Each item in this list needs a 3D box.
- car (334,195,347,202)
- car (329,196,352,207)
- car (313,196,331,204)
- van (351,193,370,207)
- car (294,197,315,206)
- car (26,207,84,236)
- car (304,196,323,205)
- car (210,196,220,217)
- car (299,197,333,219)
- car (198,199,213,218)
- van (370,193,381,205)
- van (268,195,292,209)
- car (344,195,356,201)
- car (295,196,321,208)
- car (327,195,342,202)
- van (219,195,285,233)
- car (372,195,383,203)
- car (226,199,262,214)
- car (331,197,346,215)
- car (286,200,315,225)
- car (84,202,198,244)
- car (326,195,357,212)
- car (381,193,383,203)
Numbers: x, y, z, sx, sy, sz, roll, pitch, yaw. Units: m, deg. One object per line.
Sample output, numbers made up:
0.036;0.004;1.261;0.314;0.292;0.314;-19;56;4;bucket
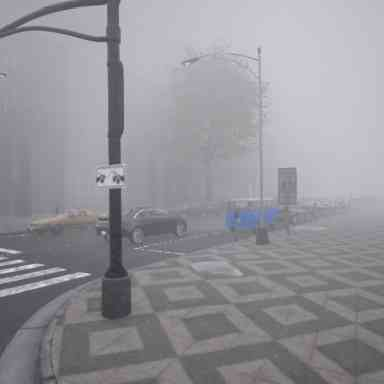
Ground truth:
33.210;1.416;74.317;1.887;1.381;4.507;-1;-1;36;car
21.839;1.376;48.674;2.033;1.411;5.357;-1;-1;36;car
24.259;1.453;61.889;2.008;1.369;4.403;-1;-1;36;car
22.397;1.127;44.725;1.690;1.788;3.998;-1;0;36;van
18.076;1.492;53.305;1.947;1.339;4.313;-1;0;36;car
-6.757;1.564;18.835;1.752;1.417;4.829;-1;0;36;car
21.068;1.440;57.460;1.752;1.417;4.829;-1;-1;36;car
2.618;1.307;31.848;2.192;1.841;5.009;-1;0;36;car
9.745;1.385;27.153;1.887;1.381;4.507;-1;0;36;car
-0.470;1.552;27.555;1.887;1.381;4.507;-1;0;36;car
28.724;1.103;53.511;1.690;1.788;3.998;-1;-1;36;van
11.891;1.292;44.723;1.690;1.788;3.998;-1;0;36;van
39.574;1.401;83.153;2.008;1.369;4.403;-1;-1;36;car
15.996;1.387;45.696;2.128;1.511;4.902;-1;-1;36;car
30.028;1.433;69.900;2.008;1.369;4.403;-1;-1;36;car
3.416;1.213;18.370;1.690;1.788;3.998;-1;0;36;van
35.055;1.304;62.294;1.947;1.339;4.313;-1;-1;36;car
5.713;1.529;36.139;2.008;1.369;4.403;-1;0;36;car
12.909;1.408;31.546;1.802;1.307;4.206;-1;0;36;car
6.582;1.422;22.761;1.947;1.339;4.313;-1;0;36;car
-2.142;1.429;15.379;2.128;1.511;4.902;-1;-1;36;car
16.073;1.363;35.938;2.008;1.369;4.403;-1;0;36;car
31.990;1.275;58.039;1.752;1.417;4.829;-1;-1;36;car
